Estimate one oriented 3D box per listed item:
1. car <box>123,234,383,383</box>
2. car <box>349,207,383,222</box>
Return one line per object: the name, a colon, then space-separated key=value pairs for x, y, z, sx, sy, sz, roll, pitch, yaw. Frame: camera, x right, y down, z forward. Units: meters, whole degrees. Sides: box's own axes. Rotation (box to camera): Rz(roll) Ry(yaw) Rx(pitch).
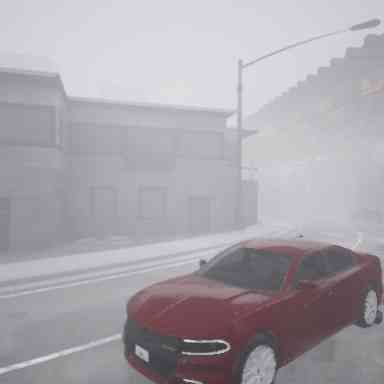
car: x=1.313 y=1.514 z=5.324 sx=5.008 sy=1.535 sz=1.882 roll=0 pitch=-1 yaw=-42
car: x=19.009 y=2.450 z=36.549 sx=1.837 sy=1.490 sz=4.892 roll=1 pitch=-1 yaw=3
